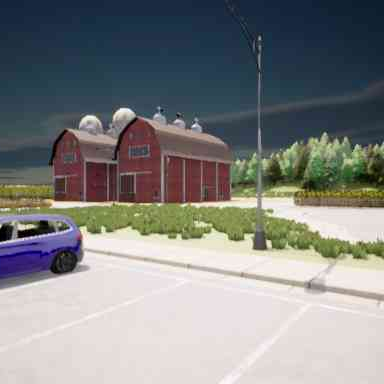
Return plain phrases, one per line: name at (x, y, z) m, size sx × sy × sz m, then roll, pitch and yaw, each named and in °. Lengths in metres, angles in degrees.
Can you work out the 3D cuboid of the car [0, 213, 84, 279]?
car at (-5.086, 1.426, 8.377) m, size 2.242 × 1.667 × 4.611 m, roll 0°, pitch 0°, yaw 36°
